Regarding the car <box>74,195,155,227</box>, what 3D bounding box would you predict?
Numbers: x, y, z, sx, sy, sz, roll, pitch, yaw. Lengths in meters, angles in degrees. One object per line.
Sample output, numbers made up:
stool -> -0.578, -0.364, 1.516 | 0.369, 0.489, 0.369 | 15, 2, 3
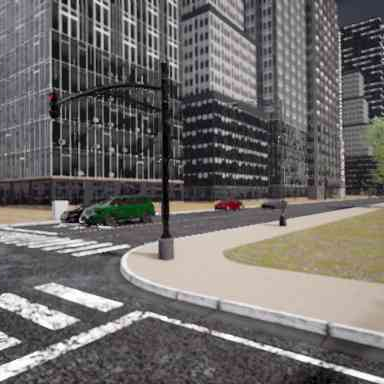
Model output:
car -> -5.083, 1.277, 23.626 | 2.150, 2.045, 5.566 | -1, -1, 37

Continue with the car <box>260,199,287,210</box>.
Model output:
car -> 11.156, 1.635, 45.053 | 2.033, 1.411, 5.357 | -1, -1, 38

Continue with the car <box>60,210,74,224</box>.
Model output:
car -> -7.670, 1.608, 25.586 | 1.837, 1.490, 4.892 | -1, 0, 37

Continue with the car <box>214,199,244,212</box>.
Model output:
car -> 4.659, 1.607, 41.887 | 1.882, 1.535, 5.008 | -1, -1, 37
